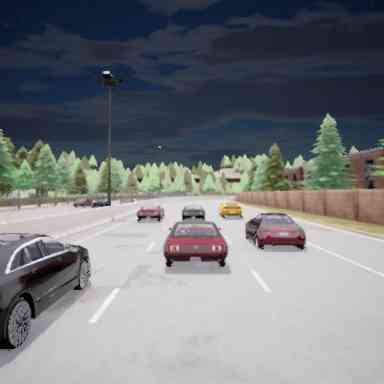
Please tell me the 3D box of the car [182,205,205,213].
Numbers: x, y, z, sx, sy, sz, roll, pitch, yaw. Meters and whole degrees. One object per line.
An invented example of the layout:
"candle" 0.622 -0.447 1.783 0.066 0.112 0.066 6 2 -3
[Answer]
"car" 0.120 1.716 28.133 1.895 1.301 4.718 0 0 0

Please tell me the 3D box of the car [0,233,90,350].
"car" -3.397 1.517 6.240 2.128 1.511 4.902 0 0 0

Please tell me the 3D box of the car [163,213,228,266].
"car" 0.107 1.649 11.729 1.895 1.301 4.718 0 0 0

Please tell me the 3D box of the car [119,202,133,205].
"car" -10.513 1.708 54.058 2.128 1.511 4.902 0 0 1

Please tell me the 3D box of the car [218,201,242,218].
"car" 3.623 1.609 32.021 1.882 1.535 5.008 0 0 0

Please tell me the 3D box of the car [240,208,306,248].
"car" 3.610 1.627 15.054 1.994 1.385 4.181 0 0 0

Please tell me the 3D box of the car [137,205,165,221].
"car" -3.379 1.715 28.135 1.895 1.301 4.718 0 0 0
